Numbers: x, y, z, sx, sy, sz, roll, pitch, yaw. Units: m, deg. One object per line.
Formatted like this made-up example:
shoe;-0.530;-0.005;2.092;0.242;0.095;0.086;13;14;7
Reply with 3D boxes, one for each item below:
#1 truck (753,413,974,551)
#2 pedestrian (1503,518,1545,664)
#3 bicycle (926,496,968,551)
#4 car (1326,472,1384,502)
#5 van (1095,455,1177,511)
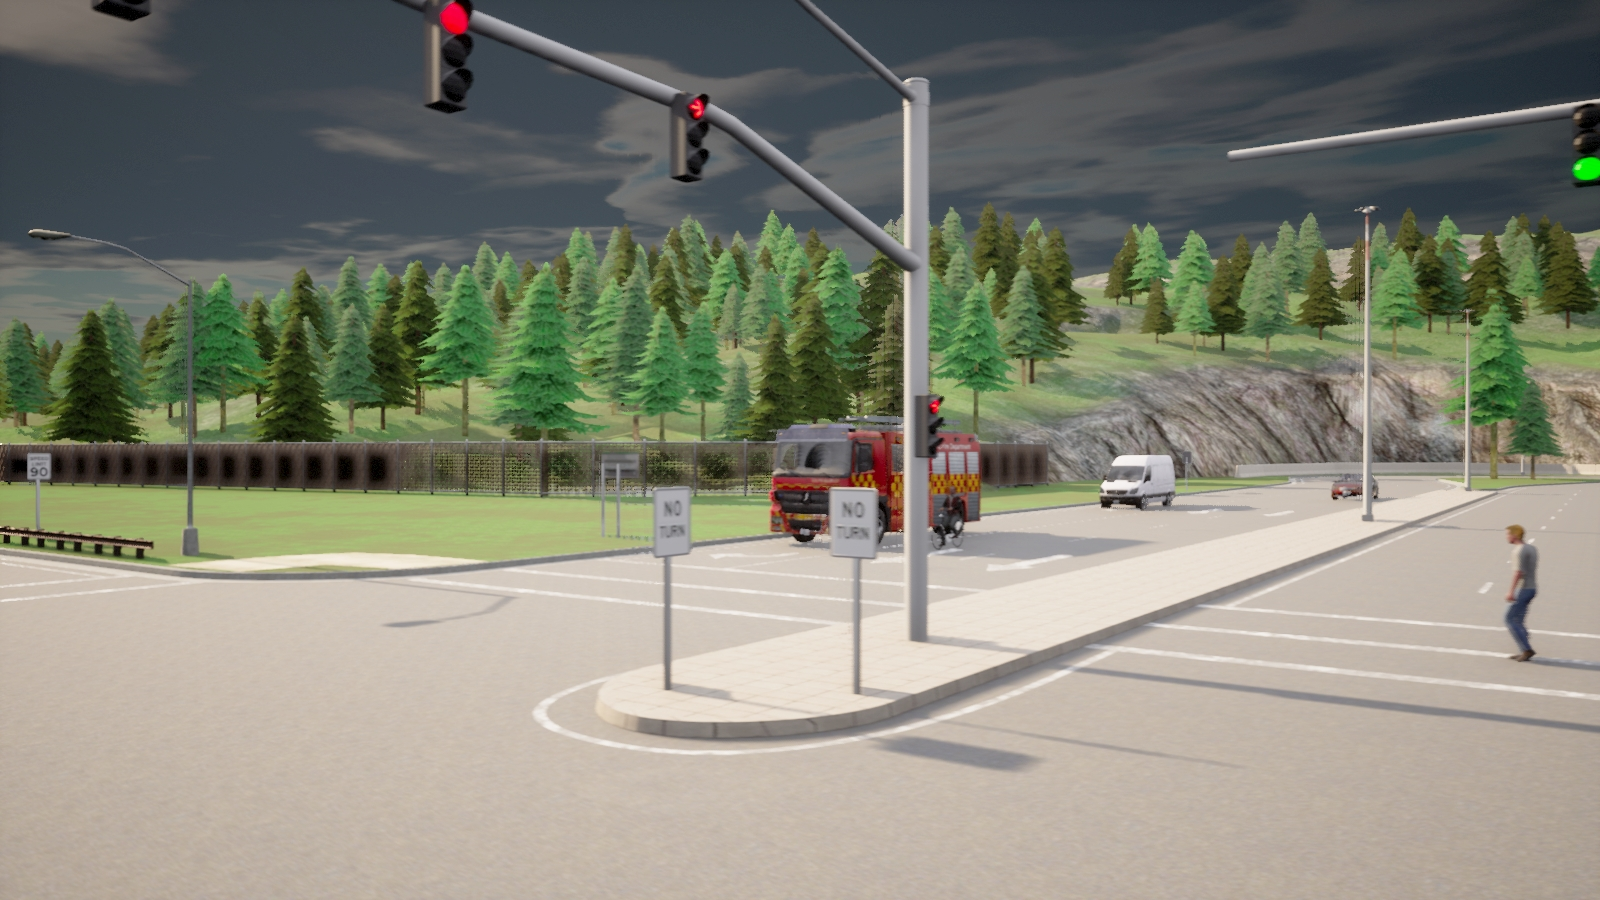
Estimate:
truck;2.250;0.894;36.118;2.891;3.827;8.468;0;0;36
pedestrian;9.552;1.849;15.078;0.375;1.860;0.375;0;0;-40
bicycle;4.175;2.062;32.390;0.329;1.471;1.835;0;0;36
car;31.057;2.049;63.904;2.128;1.511;4.902;0;0;36
van;16.359;1.537;55.415;1.988;2.561;5.915;0;0;36
